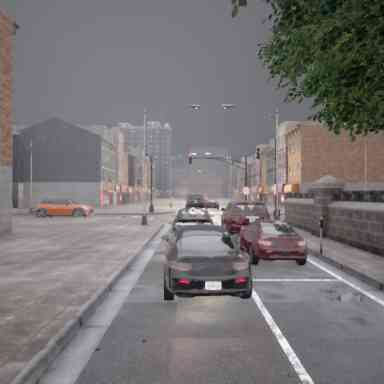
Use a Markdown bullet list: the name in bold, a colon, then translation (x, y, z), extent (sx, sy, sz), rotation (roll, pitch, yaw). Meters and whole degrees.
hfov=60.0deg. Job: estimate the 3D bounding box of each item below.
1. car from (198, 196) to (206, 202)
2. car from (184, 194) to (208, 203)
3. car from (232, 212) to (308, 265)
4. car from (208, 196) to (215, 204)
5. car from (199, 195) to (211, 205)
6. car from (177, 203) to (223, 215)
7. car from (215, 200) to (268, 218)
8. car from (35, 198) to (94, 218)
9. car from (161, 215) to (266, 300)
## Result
- **car**: translation (2.489, 1.752, 86.748), extent (2.008, 1.369, 4.403), rotation (0, 0, 0)
- **car**: translation (0.298, 1.268, 40.585), extent (2.150, 2.045, 5.566), rotation (0, 0, -3)
- **car**: translation (2.625, 1.586, 11.370), extent (1.802, 1.307, 4.206), rotation (1, 0, 0)
- **car**: translation (2.567, 1.599, 43.250), extent (1.887, 1.381, 4.507), rotation (1, 0, 0)
- **car**: translation (2.530, 1.432, 64.999), extent (2.192, 1.841, 5.009), rotation (1, 0, 0)
- **car**: translation (0.049, 1.499, 15.705), extent (2.128, 1.511, 4.902), rotation (0, 0, 0)
- **car**: translation (2.618, 1.324, 16.820), extent (2.192, 1.841, 5.009), rotation (1, 0, 0)
- **car**: translation (-10.777, 1.343, 28.398), extent (4.553, 1.767, 2.097), rotation (0, -1, -1)
- **car**: translation (0.222, 1.528, 8.303), extent (1.812, 1.442, 4.674), rotation (0, 0, -4)
